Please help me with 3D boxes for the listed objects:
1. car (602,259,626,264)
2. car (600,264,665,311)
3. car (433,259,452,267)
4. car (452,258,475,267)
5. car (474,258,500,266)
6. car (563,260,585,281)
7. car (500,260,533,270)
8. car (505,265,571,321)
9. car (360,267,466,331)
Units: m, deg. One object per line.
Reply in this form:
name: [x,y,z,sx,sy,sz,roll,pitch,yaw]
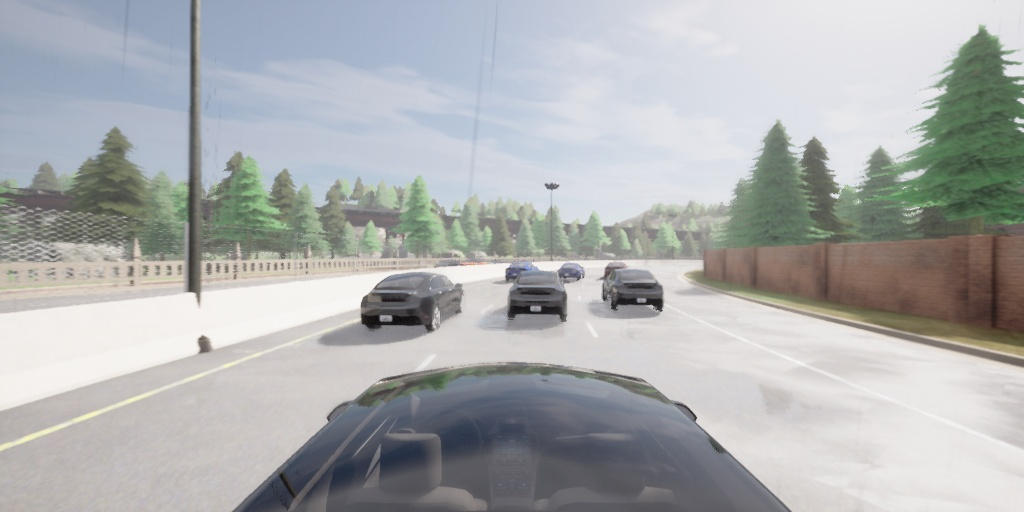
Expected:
car: [9.436,1.240,32.124,1.882,1.535,5.008,0,0,20]
car: [4.782,1.263,14.634,1.837,1.490,4.892,0,0,9]
car: [-8.056,1.177,45.196,1.837,1.490,4.892,0,0,24]
car: [-4.853,1.038,43.775,2.097,1.767,4.553,0,0,24]
car: [-1.962,1.195,41.676,2.128,1.511,4.902,0,0,23]
car: [4.978,1.270,30.013,1.812,1.442,4.674,0,0,18]
car: [0.911,1.205,28.782,1.882,1.535,5.008,0,0,17]
car: [0.967,1.248,12.602,1.837,1.490,4.892,0,0,7]
car: [-2.742,1.234,10.917,1.837,1.490,4.892,0,0,6]
